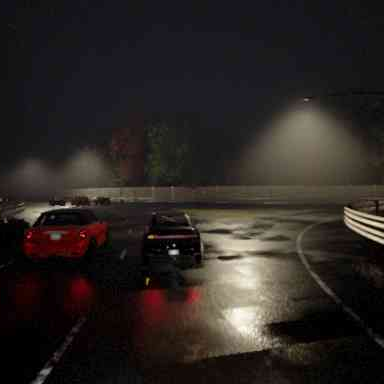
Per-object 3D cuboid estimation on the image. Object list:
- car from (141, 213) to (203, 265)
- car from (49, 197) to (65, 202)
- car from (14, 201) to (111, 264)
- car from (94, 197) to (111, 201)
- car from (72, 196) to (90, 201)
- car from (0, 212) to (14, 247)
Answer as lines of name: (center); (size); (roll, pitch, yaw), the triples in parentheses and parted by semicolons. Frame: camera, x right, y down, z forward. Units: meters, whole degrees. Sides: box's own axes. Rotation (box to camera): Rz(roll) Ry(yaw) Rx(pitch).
car: (-0.778, 1.495, 11.812); (2.128, 1.511, 4.902); (0, 0, -6)
car: (-21.090, 1.573, 52.098); (2.128, 1.511, 4.902); (0, 0, -32)
car: (-4.349, 1.369, 12.154); (2.097, 1.767, 4.553); (0, 0, -6)
car: (-15.023, 1.563, 55.591); (1.837, 1.490, 4.892); (0, 0, -32)
car: (-18.041, 1.422, 53.819); (2.097, 1.767, 4.553); (0, 0, -32)
car: (-7.954, 1.522, 13.010); (2.128, 1.511, 4.902); (0, 0, -7)
